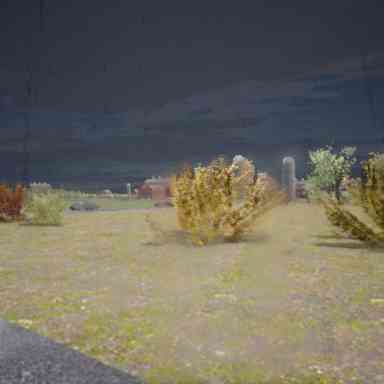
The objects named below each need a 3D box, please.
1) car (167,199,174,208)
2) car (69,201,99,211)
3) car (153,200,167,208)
[{"bbox_3d":[-1.852,2.118,61.153,1.837,1.490,4.892,-1,-1,36],"label":"car"},{"bbox_3d":[-15.627,2.043,48.160,1.994,1.385,4.181,-1,-1,35],"label":"car"},{"bbox_3d":[-5.143,2.152,62.704,1.882,1.535,5.008,-1,-2,36],"label":"car"}]
